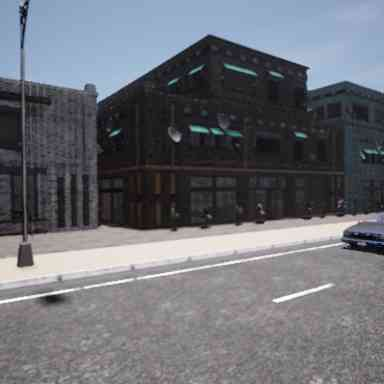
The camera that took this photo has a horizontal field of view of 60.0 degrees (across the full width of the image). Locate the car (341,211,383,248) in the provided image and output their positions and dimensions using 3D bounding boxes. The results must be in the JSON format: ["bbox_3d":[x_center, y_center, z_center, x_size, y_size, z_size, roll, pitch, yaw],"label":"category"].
[{"bbox_3d":[8.335,1.481,13.621,5.357,1.411,2.033,0,0,-35],"label":"car"}]
